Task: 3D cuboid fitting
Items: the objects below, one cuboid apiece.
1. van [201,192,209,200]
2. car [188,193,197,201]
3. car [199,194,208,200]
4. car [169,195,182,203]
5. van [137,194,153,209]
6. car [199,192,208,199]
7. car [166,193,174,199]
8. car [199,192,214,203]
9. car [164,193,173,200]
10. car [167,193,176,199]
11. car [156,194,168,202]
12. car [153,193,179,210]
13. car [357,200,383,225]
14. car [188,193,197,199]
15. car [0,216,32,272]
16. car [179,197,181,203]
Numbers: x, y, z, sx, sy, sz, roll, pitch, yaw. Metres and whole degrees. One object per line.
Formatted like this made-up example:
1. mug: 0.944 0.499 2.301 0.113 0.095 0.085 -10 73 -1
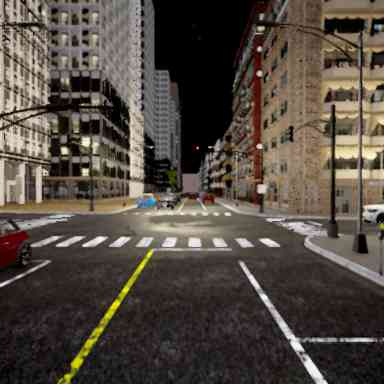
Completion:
1. van: 2.805 0.922 73.841 1.690 1.788 3.998 0 0 0
2. car: 0.113 1.073 69.618 1.882 1.535 5.008 0 0 0
3. car: 2.815 1.102 79.392 2.008 1.369 4.403 0 0 0
4. car: -2.941 1.225 58.941 1.994 1.385 4.181 0 0 1
5. van: -5.627 1.103 40.548 1.690 1.788 3.998 0 0 0
6. car: 2.823 0.838 84.942 2.192 1.841 5.009 0 0 0
7. car: -5.558 1.049 84.785 1.752 1.417 4.829 0 0 0
8. car: 2.779 0.985 57.188 2.192 1.841 5.009 0 0 0
9. car: -5.566 0.992 79.404 1.967 1.590 4.097 0 0 0
10. car: -5.548 1.046 90.507 2.008 1.369 4.403 0 0 0
11. car: -5.592 1.166 62.582 1.752 1.417 4.829 0 0 0
12. car: -3.035 1.259 39.474 2.128 1.511 4.902 0 0 0
13. car: 15.325 1.394 24.703 5.566 2.045 2.150 1 0 -2
14. car: 0.129 0.993 80.070 1.895 1.301 4.718 0 0 0
15. car: -5.679 1.391 8.075 1.967 1.590 4.097 0 0 0
16. car: -3.011 1.207 48.934 2.128 1.511 4.902 0 0 0
